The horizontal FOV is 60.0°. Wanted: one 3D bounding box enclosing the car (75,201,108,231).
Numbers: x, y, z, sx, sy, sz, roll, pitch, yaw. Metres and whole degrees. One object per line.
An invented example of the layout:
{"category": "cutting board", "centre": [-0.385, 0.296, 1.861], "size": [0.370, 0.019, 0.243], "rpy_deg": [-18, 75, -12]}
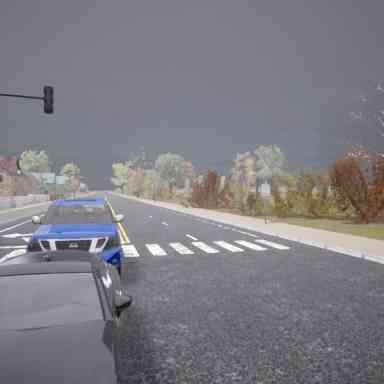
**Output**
{"category": "car", "centre": [-6.531, 1.468, 21.866], "size": [1.882, 1.535, 5.008], "rpy_deg": [0, 0, -15]}

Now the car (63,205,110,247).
{"category": "car", "centre": [-4.985, 1.498, 16.115], "size": [1.837, 1.490, 4.892], "rpy_deg": [0, 0, -15]}

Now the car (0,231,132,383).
{"category": "car", "centre": [-1.734, 1.524, 3.941], "size": [1.812, 1.442, 4.674], "rpy_deg": [0, 0, -13]}

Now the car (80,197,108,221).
{"category": "car", "centre": [-8.069, 1.337, 27.605], "size": [2.097, 1.767, 4.553], "rpy_deg": [0, 0, -15]}

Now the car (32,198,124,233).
{"category": "car", "centre": [-3.350, 1.218, 10.036], "size": [2.150, 2.045, 5.566], "rpy_deg": [0, 0, -15]}
